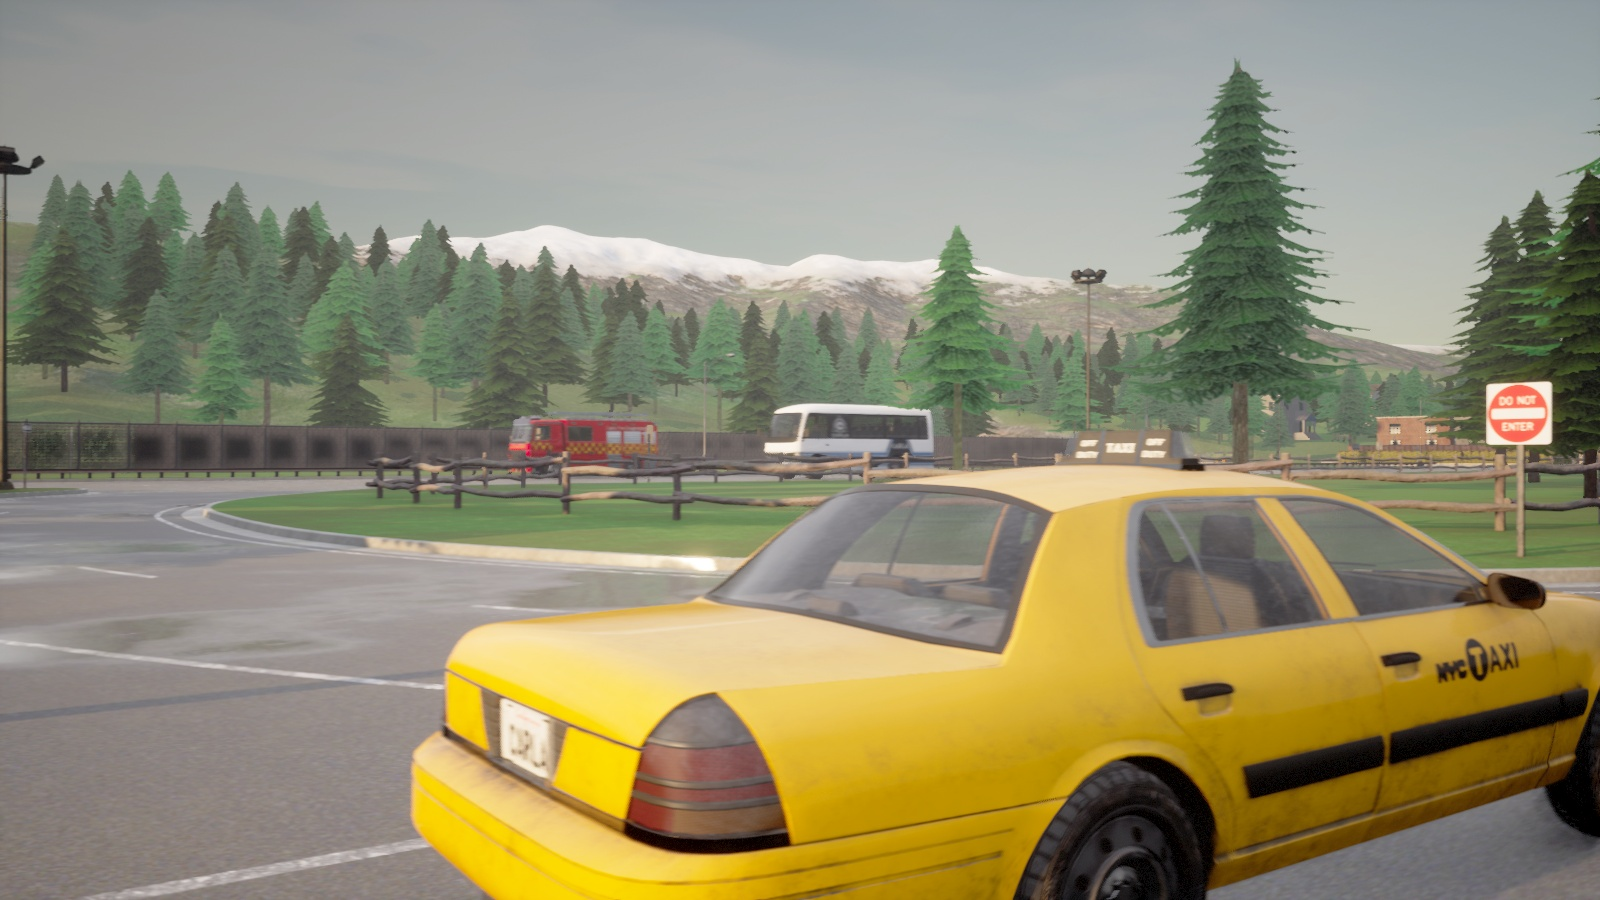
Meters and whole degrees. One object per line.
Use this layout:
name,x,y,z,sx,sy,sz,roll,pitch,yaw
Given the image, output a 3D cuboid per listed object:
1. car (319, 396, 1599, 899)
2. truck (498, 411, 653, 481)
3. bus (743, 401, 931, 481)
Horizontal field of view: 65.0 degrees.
car,1.279,0.692,4.550,5.366,1.575,1.801,0,0,-35
truck,-13.013,-0.214,73.115,8.468,3.827,2.891,0,0,-35
bus,2.178,-0.464,70.941,10.273,4.253,3.944,0,0,-35
